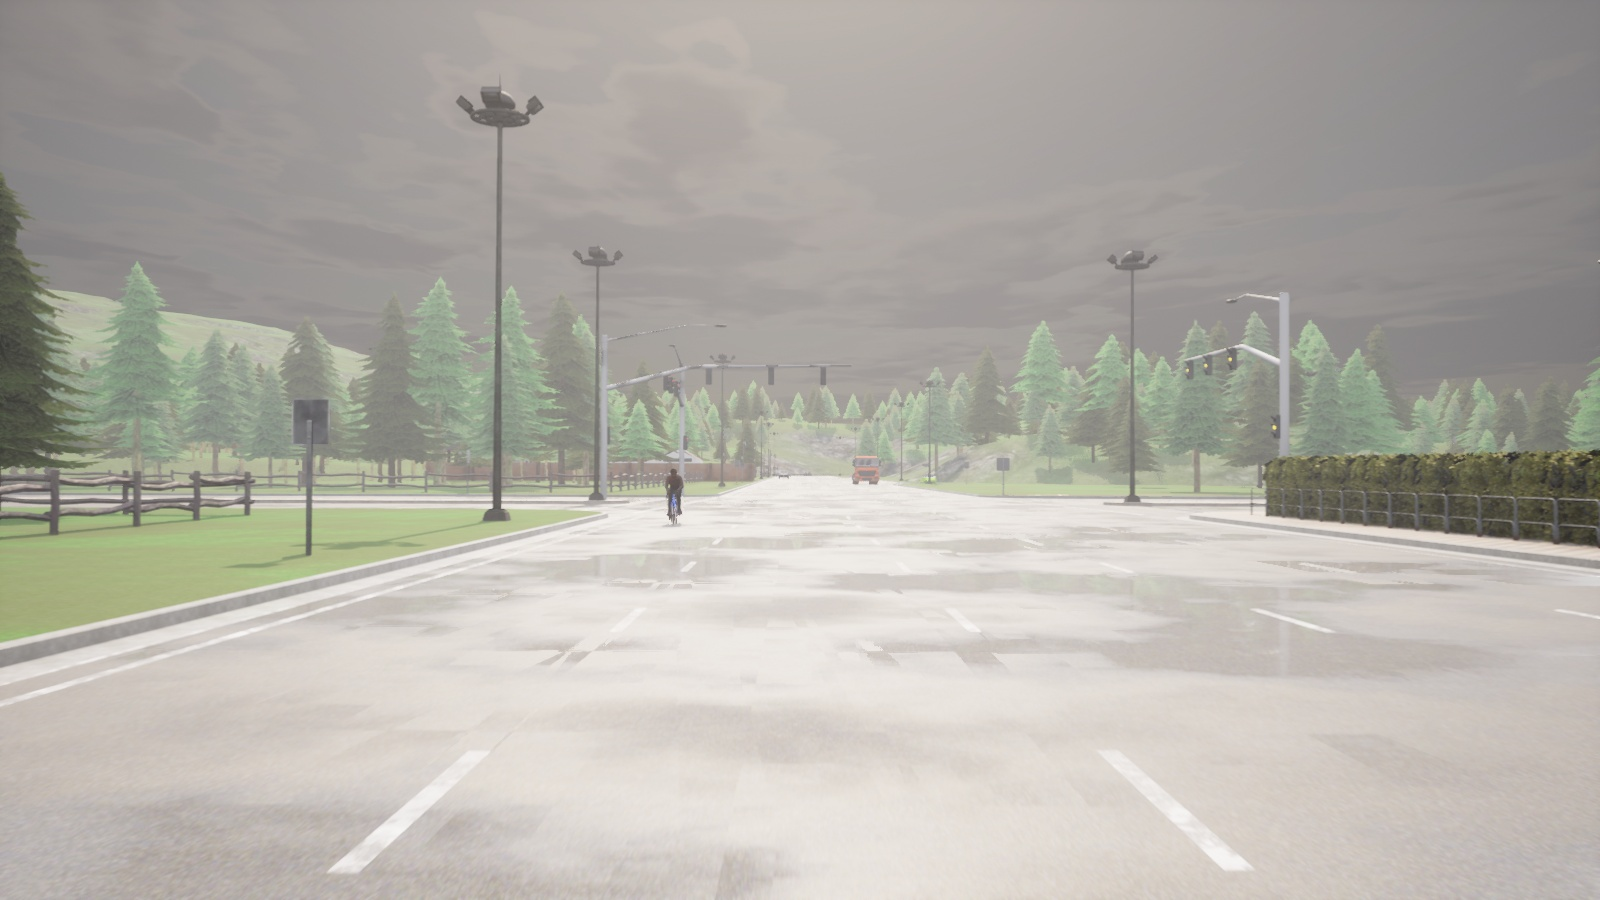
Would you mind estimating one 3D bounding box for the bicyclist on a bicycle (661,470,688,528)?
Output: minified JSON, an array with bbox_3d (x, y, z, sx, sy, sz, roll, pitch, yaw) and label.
[{"bbox_3d":[-3.584,1.385,35.950,0.582,1.620,1.656,0,-1,0],"label":"bicyclist on a bicycle"}]
